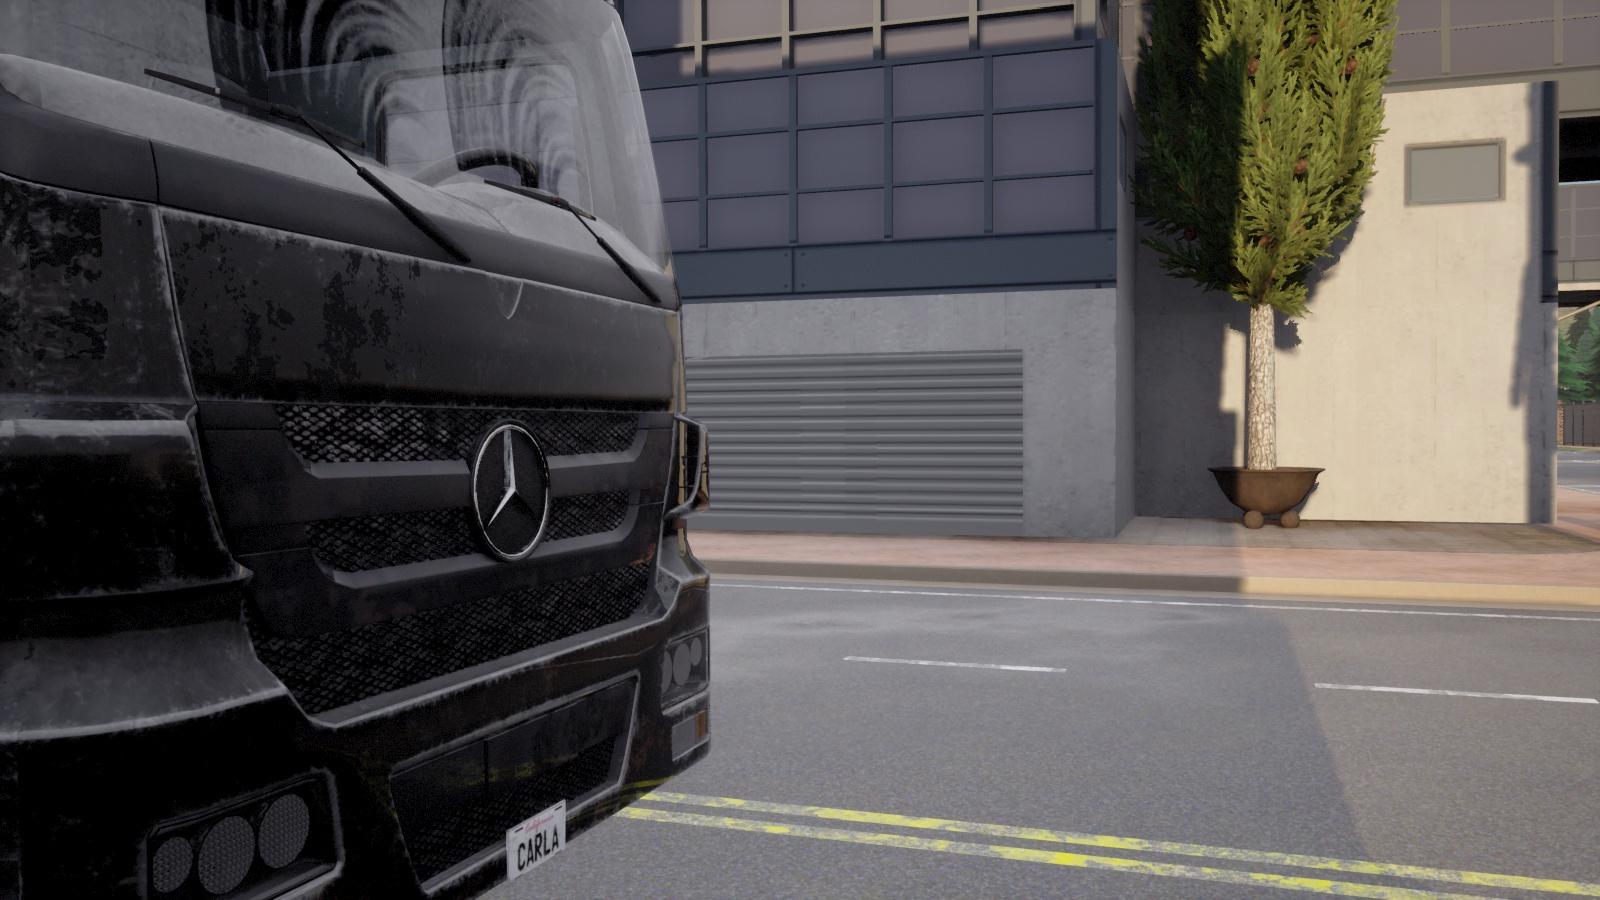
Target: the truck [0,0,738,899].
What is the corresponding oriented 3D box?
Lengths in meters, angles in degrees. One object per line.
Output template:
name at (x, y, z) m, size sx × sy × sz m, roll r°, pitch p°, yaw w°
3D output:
truck at (-4.464, -0.248, 4.736) m, size 7.936 × 3.462 × 2.891 m, roll 1°, pitch 1°, yaw 20°
